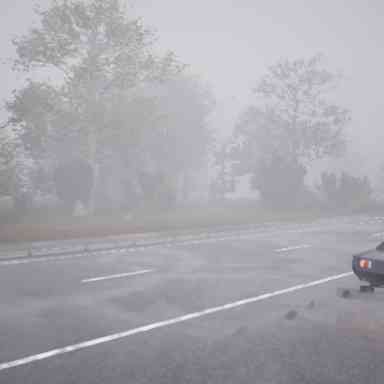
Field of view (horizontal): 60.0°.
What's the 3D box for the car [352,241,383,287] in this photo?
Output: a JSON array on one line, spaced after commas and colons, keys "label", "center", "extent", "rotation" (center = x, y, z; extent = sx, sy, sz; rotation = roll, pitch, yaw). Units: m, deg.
[{"label": "car", "center": [5.939, 1.581, 7.986], "extent": [4.718, 1.301, 1.895], "rotation": [0, 0, -36]}]
